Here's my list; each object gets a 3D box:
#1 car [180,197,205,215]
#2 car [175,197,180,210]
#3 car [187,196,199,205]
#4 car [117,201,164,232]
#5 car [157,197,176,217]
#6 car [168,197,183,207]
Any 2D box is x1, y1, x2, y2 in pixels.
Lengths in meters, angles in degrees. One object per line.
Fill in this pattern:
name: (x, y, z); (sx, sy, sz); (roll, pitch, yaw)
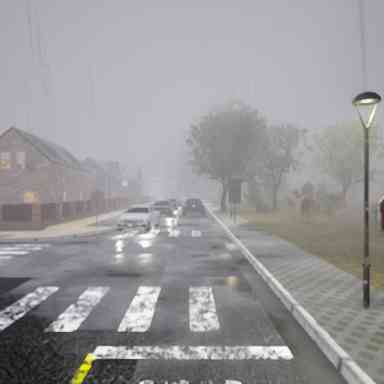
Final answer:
car: (0.175, 1.381, 33.973); (2.097, 1.767, 4.553); (0, 0, 0)
car: (-2.749, 1.555, 43.374); (1.837, 1.490, 4.892); (0, 0, 0)
car: (0.249, 1.597, 62.064); (2.128, 1.511, 4.902); (0, 0, 0)
car: (-3.170, 1.536, 20.497); (1.812, 1.442, 4.674); (0, 0, 5)
car: (-2.780, 1.531, 31.507); (1.837, 1.490, 4.892); (0, -1, 0)
car: (-2.680, 1.571, 53.938); (2.128, 1.511, 4.902); (0, 0, 0)
